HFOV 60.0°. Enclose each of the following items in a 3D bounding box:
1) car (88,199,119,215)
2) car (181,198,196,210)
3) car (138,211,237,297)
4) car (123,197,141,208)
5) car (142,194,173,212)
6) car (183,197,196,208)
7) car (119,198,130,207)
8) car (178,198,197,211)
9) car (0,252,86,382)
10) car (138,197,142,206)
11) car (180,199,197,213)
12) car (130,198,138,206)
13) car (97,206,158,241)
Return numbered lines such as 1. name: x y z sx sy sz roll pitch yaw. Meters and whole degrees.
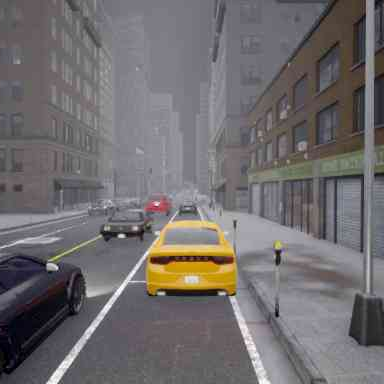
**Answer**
1. car: -8.920 1.440 33.084 1.967 1.590 4.097 -1 0 0
2. car: -0.393 1.548 44.094 1.887 1.381 4.507 -1 0 0
3. car: -0.005 1.476 8.651 1.882 1.535 5.008 0 0 0
4. car: -8.918 1.550 49.600 1.887 1.381 4.507 -1 0 0
5. car: -3.146 1.222 32.570 2.150 2.045 5.566 0 0 0
6. car: -0.394 1.550 49.600 1.887 1.381 4.507 -1 0 0
7. car: -8.918 1.567 38.589 1.947 1.339 4.313 -1 0 0
8. car: -0.393 1.565 33.084 1.947 1.339 4.313 -1 0 0
9. car: -3.045 1.561 4.819 1.994 1.385 4.181 0 0 0
10. car: -6.173 1.354 44.633 2.097 1.767 4.553 0 0 0
11. car: -0.393 1.546 38.589 1.887 1.381 4.507 -1 0 0
12. car: -8.918 1.554 44.095 2.008 1.369 4.403 -1 0 0
13. car: -3.041 1.598 16.567 1.895 1.301 4.718 0 0 0
